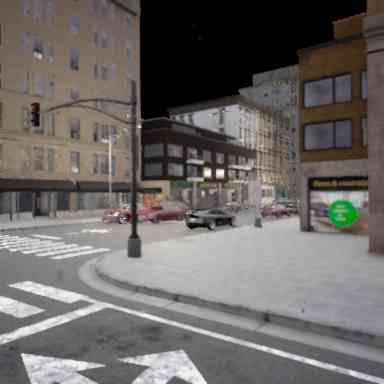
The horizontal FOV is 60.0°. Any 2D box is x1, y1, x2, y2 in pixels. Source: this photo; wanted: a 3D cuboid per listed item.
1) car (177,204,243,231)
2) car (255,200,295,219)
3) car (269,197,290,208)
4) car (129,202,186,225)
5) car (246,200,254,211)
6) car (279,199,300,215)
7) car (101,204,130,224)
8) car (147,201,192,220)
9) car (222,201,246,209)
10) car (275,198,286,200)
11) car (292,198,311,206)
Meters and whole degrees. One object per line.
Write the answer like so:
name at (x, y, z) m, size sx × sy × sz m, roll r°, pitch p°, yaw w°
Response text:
car at (1.275, 1.715, 21.839) m, size 1.947 × 1.339 × 4.313 m, roll 0°, pitch 0°, yaw 36°
car at (7.718, 1.730, 30.782) m, size 1.802 × 1.307 × 4.206 m, roll -1°, pitch 0°, yaw 36°
car at (14.090, 1.658, 53.359) m, size 1.967 × 1.590 × 4.097 m, roll -1°, pitch 0°, yaw 36°
car at (-2.388, 1.715, 26.143) m, size 1.812 × 1.442 × 4.674 m, roll -1°, pitch 0°, yaw 36°
car at (7.648, 1.761, 44.415) m, size 2.008 × 1.369 × 4.403 m, roll -1°, pitch 0°, yaw 36°
car at (10.939, 1.715, 35.254) m, size 1.947 × 1.339 × 4.313 m, roll -1°, pitch 0°, yaw 36°
car at (-5.236, 1.649, 26.530) m, size 1.967 × 1.590 × 4.097 m, roll 0°, pitch 0°, yaw 36°
car at (-2.015, 1.648, 31.001) m, size 1.967 × 1.590 × 4.097 m, roll 0°, pitch 0°, yaw 36°
car at (4.428, 1.790, 39.944) m, size 1.802 × 1.307 × 4.206 m, roll -1°, pitch 0°, yaw 36°
car at (13.434, 1.743, 47.986) m, size 2.033 × 1.411 × 5.357 m, roll -1°, pitch 0°, yaw 36°
car at (20.532, 1.780, 62.301) m, size 2.008 × 1.369 × 4.403 m, roll -1°, pitch 0°, yaw 36°
